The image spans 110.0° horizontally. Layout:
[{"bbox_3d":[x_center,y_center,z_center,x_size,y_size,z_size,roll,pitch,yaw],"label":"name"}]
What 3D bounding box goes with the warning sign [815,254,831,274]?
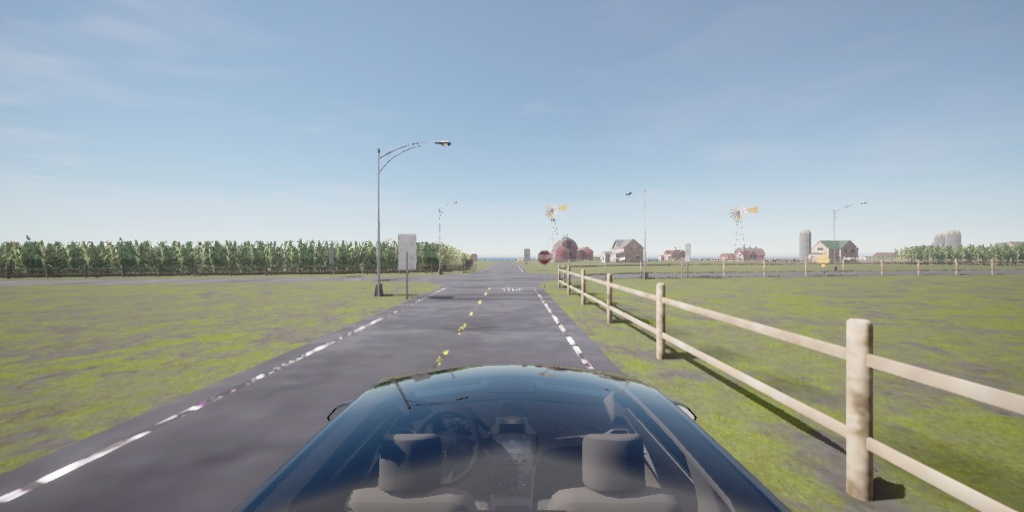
[{"bbox_3d":[28.086,0.700,32.291,1.060,1.860,1.300,0,0,-5],"label":"warning sign"}]
